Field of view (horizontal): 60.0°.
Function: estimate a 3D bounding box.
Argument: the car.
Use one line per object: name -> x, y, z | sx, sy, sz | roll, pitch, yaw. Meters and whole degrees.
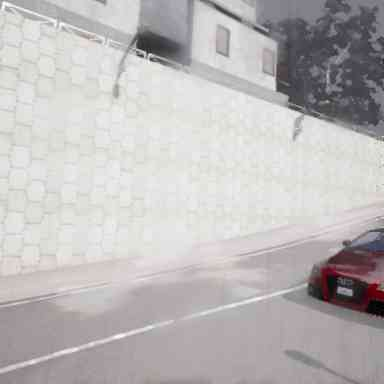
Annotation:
car -> 4.350, 1.498, 7.078 | 4.181, 1.385, 1.994 | -3, 1, -35
